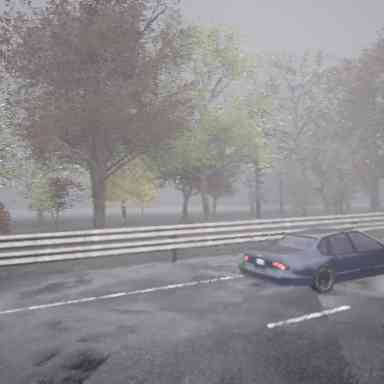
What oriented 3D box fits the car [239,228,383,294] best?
[{"bbox_3d":[3.897,1.711,9.194,5.357,1.411,2.033,-1,-2,-27],"label":"car"}]
